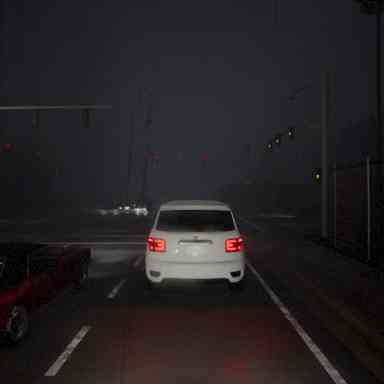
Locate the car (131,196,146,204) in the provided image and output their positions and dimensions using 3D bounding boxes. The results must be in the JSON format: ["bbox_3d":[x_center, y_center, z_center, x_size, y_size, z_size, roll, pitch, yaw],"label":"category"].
[{"bbox_3d":[-10.452,1.490,65.433,2.128,1.511,4.902,0,0,1],"label":"car"}]

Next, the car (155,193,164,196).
[{"bbox_3d":[-6.916,1.221,69.028,2.150,2.045,5.566,0,0,0],"label":"car"}]

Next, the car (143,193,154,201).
[{"bbox_3d":[-10.403,1.200,79.909,2.097,1.767,4.553,0,0,0],"label":"car"}]

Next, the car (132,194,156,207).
[{"bbox_3d":[-7.027,1.491,49.056,2.128,1.511,4.902,0,0,0],"label":"car"}]

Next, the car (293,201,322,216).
[{"bbox_3d":[12.406,1.581,32.742,4.674,1.442,1.812,0,0,-2],"label":"car"}]

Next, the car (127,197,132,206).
[{"bbox_3d":[-10.525,1.491,53.818,2.128,1.511,4.902,0,0,0],"label":"car"}]

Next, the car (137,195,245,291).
[{"bbox_3d":[0.083,1.221,9.175,2.150,2.045,5.566,0,0,0],"label":"car"}]

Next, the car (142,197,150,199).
[{"bbox_3d":[-3.551,1.570,37.116,2.033,1.411,5.357,0,0,10],"label":"car"}]

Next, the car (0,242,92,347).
[{"bbox_3d":[-3.435,1.601,6.249,1.895,1.301,4.718,0,0,1],"label":"car"}]

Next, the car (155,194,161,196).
[{"bbox_3d":[-7.005,1.525,58.315,1.812,1.442,4.674,0,0,0],"label":"car"}]

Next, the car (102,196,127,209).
[{"bbox_3d":[-10.540,1.352,44.665,2.097,1.767,4.553,0,0,0],"label":"car"}]
